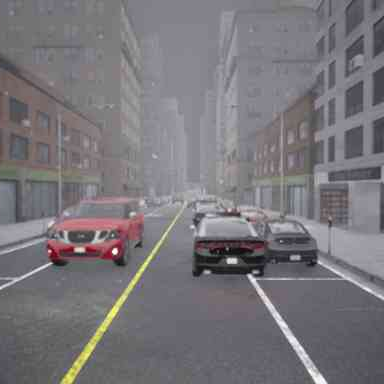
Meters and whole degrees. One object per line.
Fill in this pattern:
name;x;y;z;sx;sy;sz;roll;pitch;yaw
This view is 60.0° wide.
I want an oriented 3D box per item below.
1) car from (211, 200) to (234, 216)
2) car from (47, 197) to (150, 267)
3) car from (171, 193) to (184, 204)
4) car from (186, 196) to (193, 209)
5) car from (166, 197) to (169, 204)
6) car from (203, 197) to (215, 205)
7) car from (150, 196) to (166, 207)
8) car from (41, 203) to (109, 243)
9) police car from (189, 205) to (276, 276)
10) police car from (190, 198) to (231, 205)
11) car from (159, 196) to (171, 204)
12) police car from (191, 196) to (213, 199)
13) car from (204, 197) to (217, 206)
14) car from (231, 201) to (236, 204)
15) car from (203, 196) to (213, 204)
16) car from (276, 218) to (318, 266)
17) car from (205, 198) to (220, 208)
car;2.947;1.544;33.227;1.887;1.381;4.507;-1;0;0
car;-3.034;1.218;11.803;2.150;2.045;5.566;0;0;0
car;-2.637;1.240;62.921;2.150;2.045;5.566;0;0;1
car;0.283;1.530;46.545;1.812;1.442;4.674;0;0;1
car;-5.447;1.575;55.298;1.947;1.339;4.313;-1;0;0
car;3.111;1.557;60.752;1.887;1.381;4.507;-1;0;0
car;-5.481;1.446;49.793;1.967;1.590;4.097;-1;0;0
car;-5.677;1.437;16.763;1.967;1.590;4.097;-1;0;0
police car;0.959;1.422;10.429;1.930;1.638;5.238;0;0;0
police car;1.015;1.422;20.430;1.930;1.638;5.238;0;0;0
car;-5.381;1.560;66.308;1.887;1.381;4.507;-1;0;0
police car;1.054;1.423;26.430;1.930;1.638;5.238;0;0;0
car;3.078;1.553;55.247;1.887;1.381;4.507;-1;0;0
car;2.913;1.438;27.722;1.967;1.590;4.097;-1;0;0
car;3.143;1.560;66.258;1.887;1.381;4.507;-1;0;0
car;2.816;1.548;11.206;2.008;1.369;4.403;-1;0;0
car;3.046;1.572;49.742;1.947;1.339;4.313;-1;0;0
